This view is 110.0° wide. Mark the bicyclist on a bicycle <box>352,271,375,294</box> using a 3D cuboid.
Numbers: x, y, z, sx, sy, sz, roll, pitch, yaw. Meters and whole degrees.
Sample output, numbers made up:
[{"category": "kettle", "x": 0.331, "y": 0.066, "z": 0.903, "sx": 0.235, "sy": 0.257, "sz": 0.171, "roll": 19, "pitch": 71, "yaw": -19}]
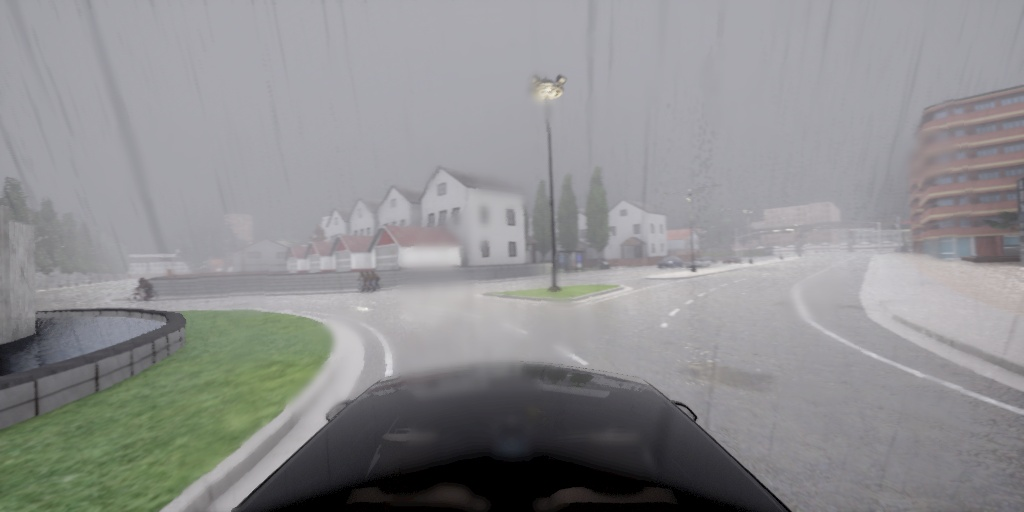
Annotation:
[{"category": "bicyclist on a bicycle", "x": -11.044, "y": 1.940, "z": 26.655, "sx": 0.582, "sy": 1.620, "sz": 1.656, "roll": -2, "pitch": 0, "yaw": 18}]

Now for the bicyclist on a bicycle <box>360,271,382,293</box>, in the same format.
[{"category": "bicyclist on a bicycle", "x": -10.098, "y": 1.900, "z": 26.333, "sx": 0.582, "sy": 1.620, "sz": 1.656, "roll": -2, "pitch": 0, "yaw": 20}]

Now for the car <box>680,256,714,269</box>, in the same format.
[{"category": "car", "x": 24.271, "y": 0.969, "z": 46.915, "sx": 4.718, "sy": 1.301, "sz": 1.895, "roll": -2, "pitch": -1, "yaw": -44}]

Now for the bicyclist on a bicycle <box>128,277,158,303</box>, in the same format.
[{"category": "bicyclist on a bicycle", "x": -26.768, "y": 2.542, "z": 26.031, "sx": 0.582, "sy": 1.620, "sz": 1.656, "roll": -2, "pitch": 0, "yaw": 19}]

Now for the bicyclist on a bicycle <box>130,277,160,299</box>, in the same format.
[{"category": "bicyclist on a bicycle", "x": -28.615, "y": 2.487, "z": 27.965, "sx": 1.656, "sy": 1.620, "sz": 0.582, "roll": -2, "pitch": -1, "yaw": -3}]

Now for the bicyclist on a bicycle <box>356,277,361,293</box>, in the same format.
[{"category": "bicyclist on a bicycle", "x": -10.570, "y": 1.920, "z": 26.499, "sx": 0.582, "sy": 1.620, "sz": 1.656, "roll": -2, "pitch": 0, "yaw": 19}]

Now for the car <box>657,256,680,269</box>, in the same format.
[{"category": "car", "x": 21.809, "y": 0.848, "z": 49.407, "sx": 4.553, "sy": 1.767, "sz": 2.097, "roll": -1, "pitch": -1, "yaw": -44}]
